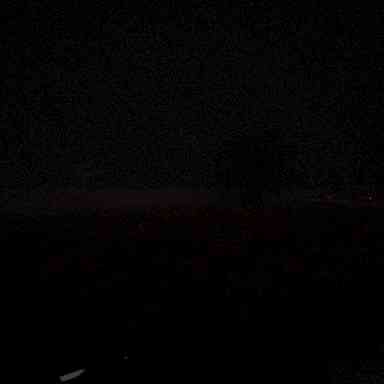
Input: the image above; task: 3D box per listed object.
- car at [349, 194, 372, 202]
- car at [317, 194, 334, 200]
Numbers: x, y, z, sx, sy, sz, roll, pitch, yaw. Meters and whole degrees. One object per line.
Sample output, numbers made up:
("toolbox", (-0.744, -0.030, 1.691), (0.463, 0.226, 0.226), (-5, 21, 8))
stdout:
("car", (27.416, 1.037, 54.398), (1.895, 1.301, 4.718), (0, 0, 3))
("car", (27.820, 1.047, 69.502), (1.895, 1.301, 4.718), (0, 0, 2))
